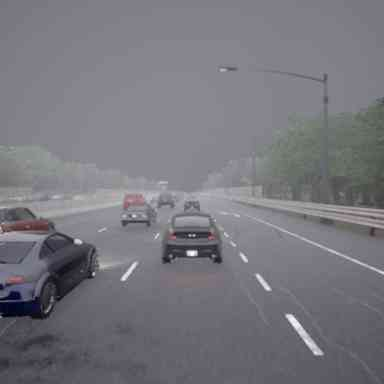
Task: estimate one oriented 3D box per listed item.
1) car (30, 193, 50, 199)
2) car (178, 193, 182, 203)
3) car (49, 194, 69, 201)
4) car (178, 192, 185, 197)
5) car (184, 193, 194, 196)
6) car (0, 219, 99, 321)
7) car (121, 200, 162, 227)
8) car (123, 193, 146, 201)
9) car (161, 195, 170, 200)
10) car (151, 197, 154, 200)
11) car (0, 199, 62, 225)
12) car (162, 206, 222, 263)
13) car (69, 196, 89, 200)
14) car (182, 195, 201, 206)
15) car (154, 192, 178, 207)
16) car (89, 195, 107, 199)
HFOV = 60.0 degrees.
[{"bbox_3d":[-27.988,1.169,61.697,2.150,2.045,5.566,0,0,0],"label":"car"},{"bbox_3d":[-3.487,1.467,65.799,1.812,1.442,4.674,0,0,0],"label":"car"},{"bbox_3d":[-24.487,1.494,63.087,2.033,1.411,5.357,0,0,0],"label":"car"},{"bbox_3d":[-3.482,1.105,89.983,2.150,2.045,5.566,0,0,0],"label":"car"},{"bbox_3d":[0.013,1.433,65.807,2.128,1.511,4.902,0,0,0],"label":"car"},{"bbox_3d":[-3.499,1.544,7.321,1.994,1.385,4.181,0,0,0],"label":"car"},{"bbox_3d":[-3.496,1.509,22.620,2.033,1.411,5.357,0,0,0],"label":"car"},{"bbox_3d":[-6.992,1.188,40.675,2.150,2.045,5.566,0,0,0],"label":"car"},{"bbox_3d":[-6.982,1.438,87.933,1.994,1.385,4.181,0,0,0],"label":"car"},{"bbox_3d":[-6.986,1.506,65.789,1.994,1.385,4.181,0,0,0],"label":"car"},{"bbox_3d":[-6.998,1.322,12.670,2.097,1.767,4.553,0,0,0],"label":"car"},{"bbox_3d":[0.003,1.478,11.831,1.837,1.490,4.892,0,0,0],"label":"car"},{"bbox_3d":[-20.989,1.434,63.219,1.882,1.535,5.008,0,0,0],"label":"car"},{"bbox_3d":[0.007,1.472,38.818,1.837,1.490,4.892,0,0,0],"label":"car"},{"bbox_3d":[-3.491,1.186,46.072,2.150,2.045,5.566,0,0,0],"label":"car"},{"bbox_3d":[-17.492,1.304,63.349,2.097,1.767,4.553,0,0,0],"label":"car"}]
